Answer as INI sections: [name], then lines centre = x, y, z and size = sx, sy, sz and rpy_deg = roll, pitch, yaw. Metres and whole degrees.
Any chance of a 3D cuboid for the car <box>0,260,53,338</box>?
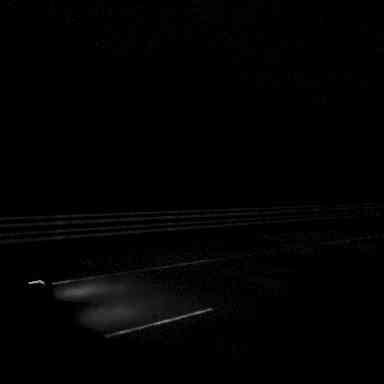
[car]
centre = -4.555, 1.485, 4.843
size = 4.674, 1.442, 1.812
rpy_deg = 0, 0, -35
